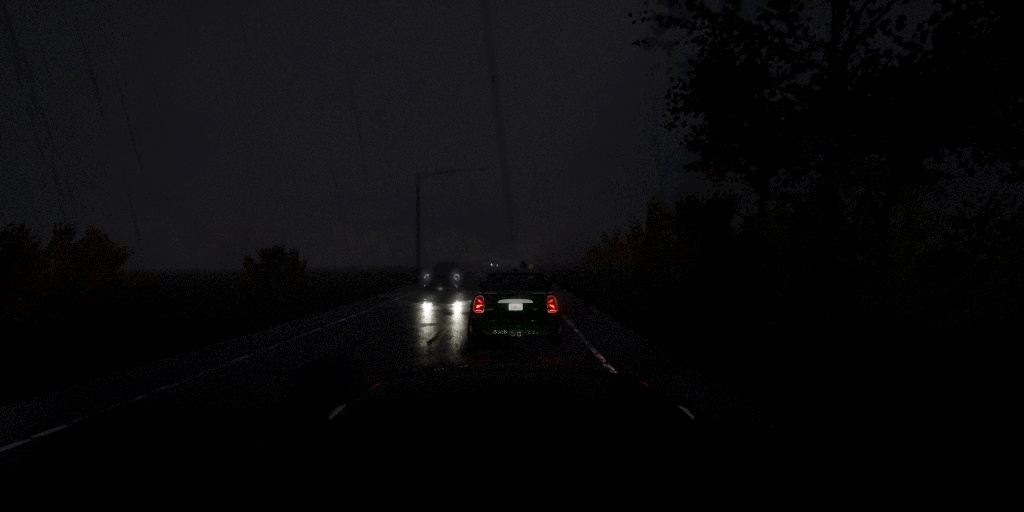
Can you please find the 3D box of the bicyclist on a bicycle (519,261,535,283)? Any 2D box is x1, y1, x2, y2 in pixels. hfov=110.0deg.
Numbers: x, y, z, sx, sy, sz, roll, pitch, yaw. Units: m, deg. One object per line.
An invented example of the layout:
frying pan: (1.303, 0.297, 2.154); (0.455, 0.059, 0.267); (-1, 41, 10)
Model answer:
bicyclist on a bicycle: (0.899, 1.181, 17.079); (0.866, 1.612, 1.509); (0, 0, 0)

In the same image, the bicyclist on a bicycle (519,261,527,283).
bicyclist on a bicycle: (0.833, 1.193, 27.196); (0.582, 1.620, 1.656); (0, 0, 0)

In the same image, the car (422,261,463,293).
car: (-3.688, 1.095, 20.637); (2.097, 1.767, 4.553); (0, 0, 0)

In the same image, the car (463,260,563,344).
car: (0.070, 1.099, 9.735); (2.097, 1.767, 4.553); (0, 0, 0)
